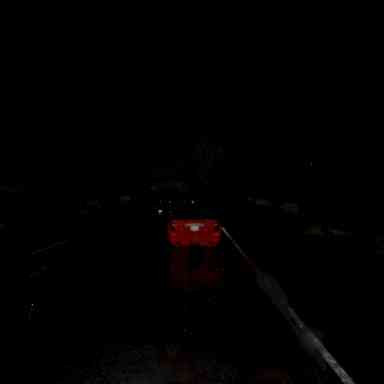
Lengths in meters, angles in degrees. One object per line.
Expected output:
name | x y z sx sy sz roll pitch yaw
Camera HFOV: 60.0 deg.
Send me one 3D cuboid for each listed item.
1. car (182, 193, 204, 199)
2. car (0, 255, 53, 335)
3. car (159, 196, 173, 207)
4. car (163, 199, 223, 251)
car | 0.098 1.105 36.953 2.150 2.045 5.566 0 0 0
car | -3.600 1.544 4.114 2.033 1.411 5.357 0 0 0
car | -3.587 1.289 46.913 1.882 1.535 5.008 0 0 0
car | 0.098 1.337 14.203 2.097 1.767 4.553 0 0 0
